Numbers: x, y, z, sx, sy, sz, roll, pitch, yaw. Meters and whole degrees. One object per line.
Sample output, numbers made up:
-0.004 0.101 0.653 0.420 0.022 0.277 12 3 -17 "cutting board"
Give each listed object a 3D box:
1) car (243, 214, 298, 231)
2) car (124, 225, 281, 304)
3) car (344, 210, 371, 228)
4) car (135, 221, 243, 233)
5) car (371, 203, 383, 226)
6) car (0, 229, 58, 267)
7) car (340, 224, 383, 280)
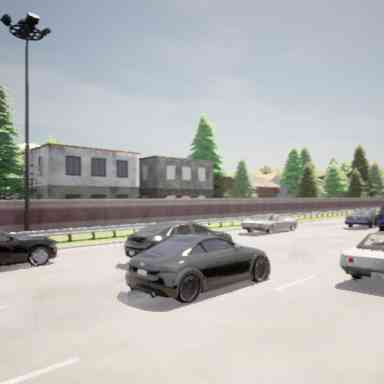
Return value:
5.636 2.218 23.684 4.718 1.301 1.895 1 -2 -43 "car"
0.320 1.832 9.003 4.181 1.385 1.994 1 -2 -43 "car"
14.188 2.135 26.971 5.357 1.411 2.033 1 -2 -43 "car"
-0.326 1.905 13.215 4.892 1.490 1.837 1 -2 -43 "car"
14.294 1.670 22.263 5.566 2.045 2.150 1 -2 -43 "car"
-7.261 1.929 11.463 5.008 1.535 1.882 1 -2 -43 "car"
6.204 1.804 9.758 4.718 1.301 1.895 1 -2 -43 "car"
